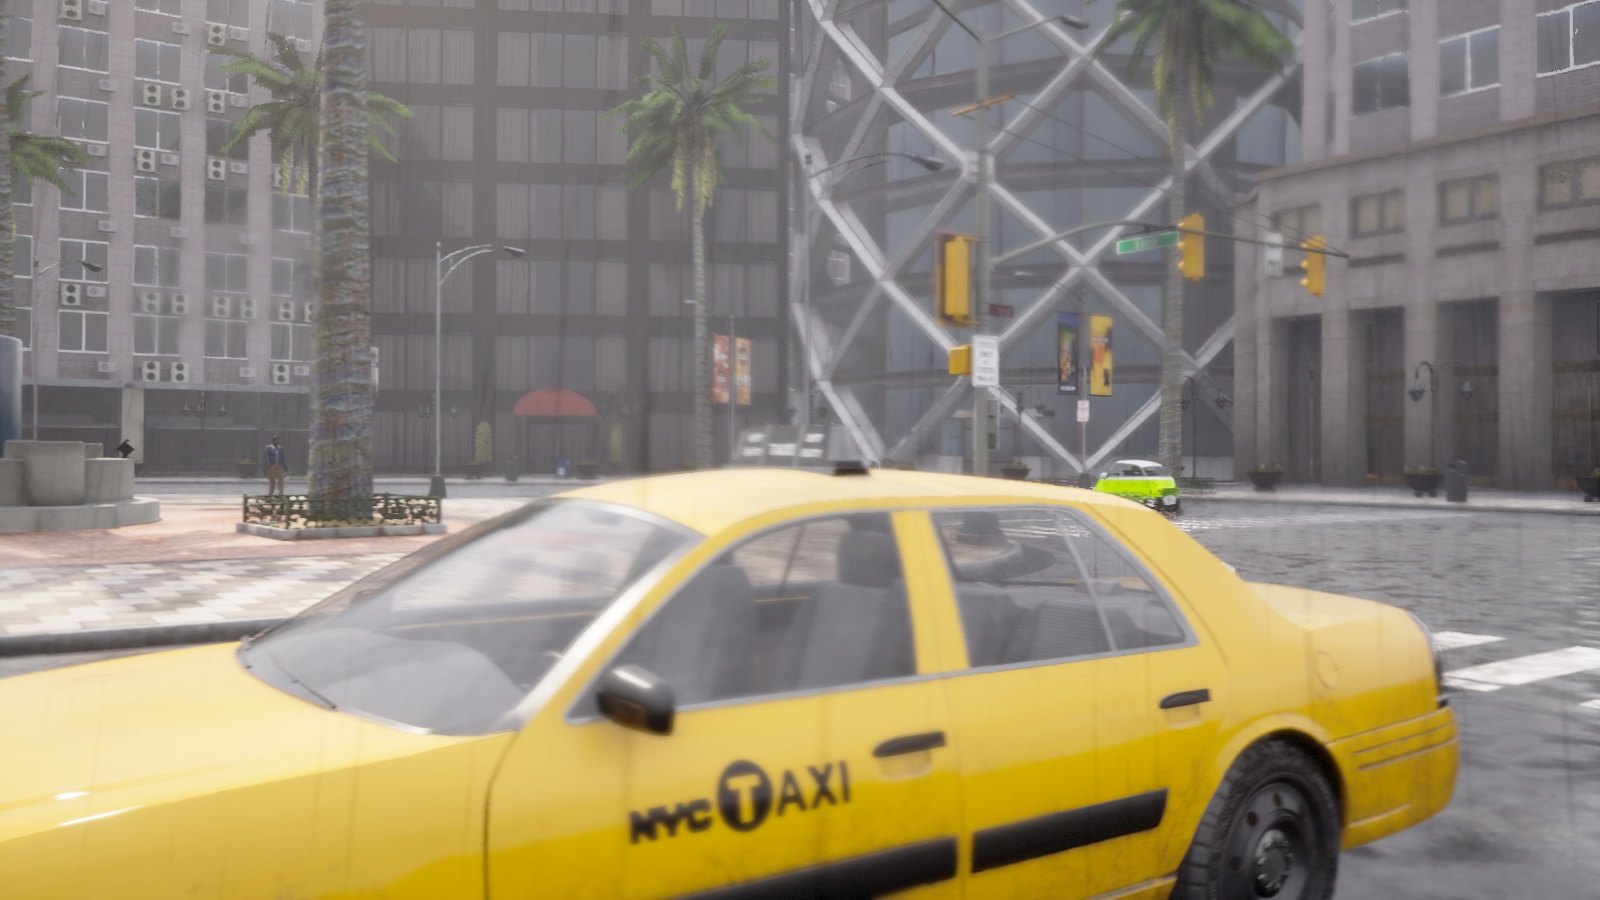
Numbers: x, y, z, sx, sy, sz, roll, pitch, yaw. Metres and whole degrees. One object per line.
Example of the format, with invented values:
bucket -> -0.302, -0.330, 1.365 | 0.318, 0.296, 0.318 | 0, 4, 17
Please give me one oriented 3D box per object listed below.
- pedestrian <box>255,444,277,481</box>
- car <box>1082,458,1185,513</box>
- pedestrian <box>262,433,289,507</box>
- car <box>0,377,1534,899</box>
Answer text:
pedestrian -> -27.028, 0.639, 63.589 | 0.899, 1.844, 0.634 | 0, 0, -11
car -> 8.853, 0.904, 33.407 | 1.481, 1.376, 2.207 | 0, 0, -35
pedestrian -> -14.113, 0.527, 33.780 | 0.423, 1.949, 0.788 | 0, 0, -43
car -> -0.178, 0.698, 3.524 | 5.366, 1.575, 1.801 | 0, 0, -35
